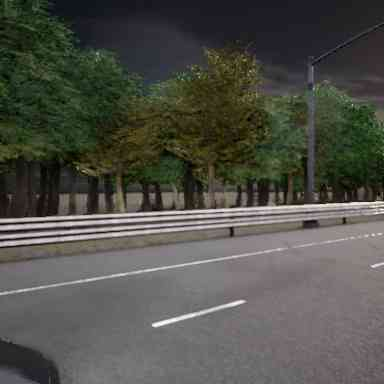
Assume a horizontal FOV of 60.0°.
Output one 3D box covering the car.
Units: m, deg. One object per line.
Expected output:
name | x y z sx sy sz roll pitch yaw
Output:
car | -3.072 1.534 1.555 4.674 1.442 1.812 0 0 -36
